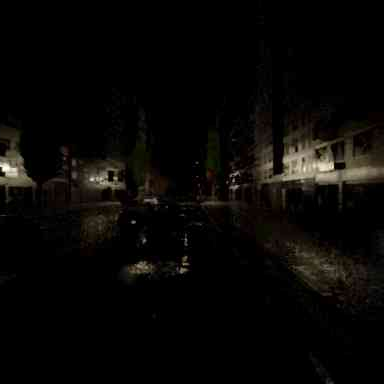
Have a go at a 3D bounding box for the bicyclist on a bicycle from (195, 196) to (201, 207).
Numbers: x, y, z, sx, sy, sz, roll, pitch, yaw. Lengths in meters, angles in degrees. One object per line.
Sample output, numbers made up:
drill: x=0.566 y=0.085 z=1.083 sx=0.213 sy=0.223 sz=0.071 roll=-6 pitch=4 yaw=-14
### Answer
bicyclist on a bicycle: x=0.921 y=1.382 z=50.895 sx=0.866 sy=1.612 sz=1.509 roll=0 pitch=0 yaw=0

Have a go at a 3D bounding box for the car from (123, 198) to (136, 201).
car: x=-9.803 y=1.544 z=52.266 sx=1.895 sy=1.301 sz=4.718 roll=0 pitch=0 yaw=1

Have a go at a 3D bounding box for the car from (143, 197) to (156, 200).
car: x=-6.561 y=1.469 z=52.259 sx=1.812 sy=1.442 sz=4.674 roll=0 pitch=0 yaw=0

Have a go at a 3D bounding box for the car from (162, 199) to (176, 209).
car: x=-3.143 y=1.557 z=43.795 sx=1.895 sy=1.301 sz=4.718 roll=0 pitch=0 yaw=0

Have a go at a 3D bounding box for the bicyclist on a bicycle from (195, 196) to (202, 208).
bicyclist on a bicycle: x=0.883 y=1.395 z=41.789 sx=0.866 sy=1.612 sz=1.509 roll=0 pitch=0 yaw=0

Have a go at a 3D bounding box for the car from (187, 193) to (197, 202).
car: x=0.009 y=1.129 z=75.151 sx=2.150 sy=2.045 sz=5.566 roll=0 pitch=0 yaw=0

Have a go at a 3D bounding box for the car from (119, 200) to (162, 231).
car: x=-3.148 y=1.464 z=20.370 sx=1.882 sy=1.535 sz=5.008 roll=0 pitch=0 yaw=0

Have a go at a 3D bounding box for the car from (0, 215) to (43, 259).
car: x=-6.598 y=1.520 z=11.003 sx=1.812 sy=1.442 sz=4.674 roll=0 pitch=0 yaw=0
